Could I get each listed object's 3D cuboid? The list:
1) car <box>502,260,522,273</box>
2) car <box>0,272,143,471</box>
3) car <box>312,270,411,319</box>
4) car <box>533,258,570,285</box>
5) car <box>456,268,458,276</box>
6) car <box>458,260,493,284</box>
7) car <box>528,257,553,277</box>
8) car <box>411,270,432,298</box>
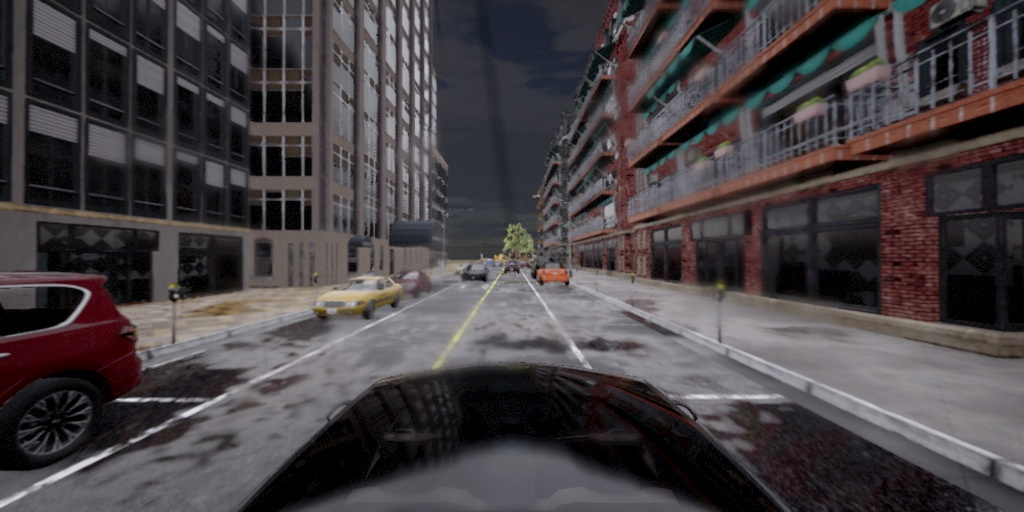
[{"bbox_3d":[0.023,1.461,45.862,1.812,1.442,4.674,0,0,1],"label":"car"},{"bbox_3d":[-5.315,1.066,2.101,2.192,1.841,5.009,0,0,0],"label":"car"},{"bbox_3d":[-5.314,1.322,12.997,1.751,1.417,4.829,0,0,0],"label":"car"},{"bbox_3d":[2.988,1.206,26.989,2.097,1.767,4.553,0,0,0],"label":"car"},{"bbox_3d":[-5.315,1.433,40.662,1.751,1.417,4.829,0,0,0],"label":"car"},{"bbox_3d":[-2.847,1.338,28.911,1.882,1.535,5.008,0,0,0],"label":"car"},{"bbox_3d":[2.981,1.109,34.049,2.150,2.045,5.566,0,0,0],"label":"car"},{"bbox_3d":[-5.315,1.401,18.700,1.802,1.307,4.207,0,0,0],"label":"car"}]
